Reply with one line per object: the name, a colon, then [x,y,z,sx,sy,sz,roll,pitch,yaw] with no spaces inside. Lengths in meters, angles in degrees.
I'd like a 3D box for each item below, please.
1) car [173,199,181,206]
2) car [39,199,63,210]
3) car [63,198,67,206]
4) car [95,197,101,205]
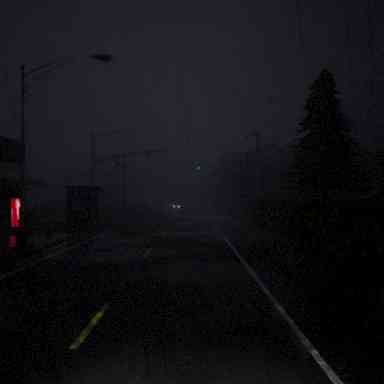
car: [-3.489,2.376,77.033,2.128,1.511,4.902,0,-1,0]
car: [-22.558,2.009,52.787,1.970,1.475,3.806,0,-1,0]
car: [-25.881,2.063,69.839,1.932,1.855,4.605,0,-1,0]
car: [-22.614,2.130,77.715,1.905,1.878,3.866,0,-1,0]
